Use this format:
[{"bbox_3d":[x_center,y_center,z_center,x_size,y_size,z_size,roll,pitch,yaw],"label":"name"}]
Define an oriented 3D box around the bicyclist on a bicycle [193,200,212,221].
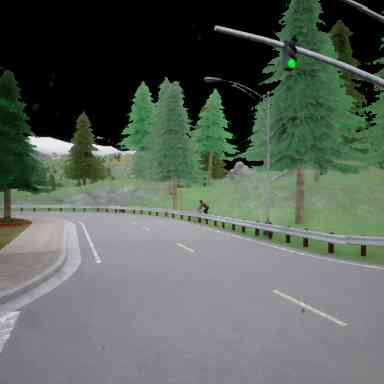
[{"bbox_3d":[0.840,1.432,25.529,1.656,1.620,0.582,-1,2,-20],"label":"bicyclist on a bicycle"}]
